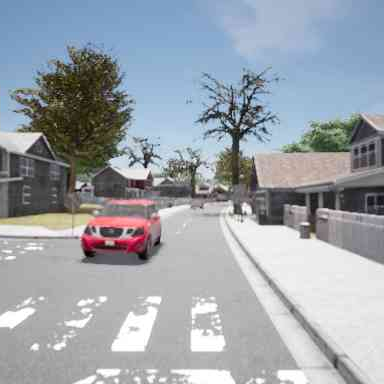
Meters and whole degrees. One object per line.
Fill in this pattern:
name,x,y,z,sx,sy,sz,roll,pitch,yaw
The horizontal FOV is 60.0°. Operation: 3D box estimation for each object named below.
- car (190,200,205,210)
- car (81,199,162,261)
car,0.890,2.073,54.615,1.812,1.442,4.674,0,-1,8
car,-2.475,1.322,13.159,2.150,2.045,5.566,2,-1,2
